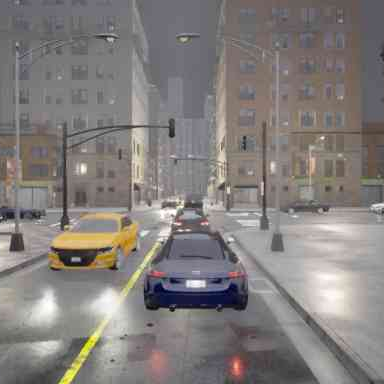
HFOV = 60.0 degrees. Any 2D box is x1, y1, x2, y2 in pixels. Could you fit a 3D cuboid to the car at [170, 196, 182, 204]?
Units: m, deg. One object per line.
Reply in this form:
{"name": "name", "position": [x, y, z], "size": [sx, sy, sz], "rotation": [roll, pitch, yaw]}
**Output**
{"name": "car", "position": [-3.081, 1.586, 65.756], "size": [2.033, 1.411, 5.357], "rotation": [0, 0, 0]}

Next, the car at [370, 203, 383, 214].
{"name": "car", "position": [20.419, 1.439, 33.352], "size": [4.674, 1.442, 1.812], "rotation": [0, 0, -1]}

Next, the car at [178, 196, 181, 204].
{"name": "car", "position": [-3.105, 1.505, 55.118], "size": [1.882, 1.535, 5.008], "rotation": [0, 0, 0]}

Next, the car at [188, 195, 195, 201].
{"name": "car", "position": [-0.116, 1.535, 87.043], "size": [1.882, 1.535, 5.008], "rotation": [0, 0, 0]}

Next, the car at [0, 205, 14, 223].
{"name": "car", "position": [-15.223, 1.614, 23.182], "size": [4.181, 1.385, 1.994], "rotation": [0, 0, 0]}

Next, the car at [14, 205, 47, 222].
{"name": "car", "position": [-14.153, 1.647, 26.438], "size": [4.718, 1.301, 1.895], "rotation": [0, 0, 0]}

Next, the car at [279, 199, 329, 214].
{"name": "car", "position": [11.157, 1.450, 33.298], "size": [4.892, 1.490, 1.837], "rotation": [0, 0, 0]}

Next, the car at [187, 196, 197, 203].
{"name": "car", "position": [-0.035, 1.559, 71.518], "size": [2.128, 1.511, 4.902], "rotation": [0, 0, 0]}

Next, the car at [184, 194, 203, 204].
{"name": "car", "position": [0.177, 1.233, 40.392], "size": [2.150, 2.045, 5.566], "rotation": [0, 0, 1]}

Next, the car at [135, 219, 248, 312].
{"name": "car", "position": [0.083, 1.564, 7.785], "size": [1.994, 1.385, 4.181], "rotation": [0, 0, 0]}

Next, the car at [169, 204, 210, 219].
{"name": "car", "position": [-0.087, 1.525, 16.529], "size": [1.812, 1.442, 4.674], "rotation": [0, 0, -2]}

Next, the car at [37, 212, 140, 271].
{"name": "car", "position": [-2.973, 1.477, 11.101], "size": [1.882, 1.535, 5.008], "rotation": [0, 0, 1]}

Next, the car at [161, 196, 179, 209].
{"name": "car", "position": [-3.078, 1.617, 44.826], "size": [1.895, 1.301, 4.718], "rotation": [0, 0, 0]}
